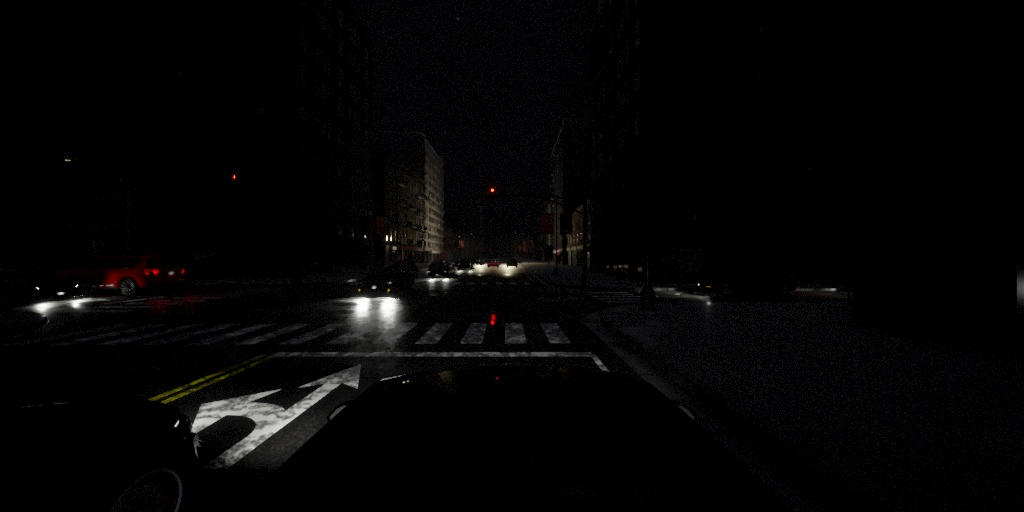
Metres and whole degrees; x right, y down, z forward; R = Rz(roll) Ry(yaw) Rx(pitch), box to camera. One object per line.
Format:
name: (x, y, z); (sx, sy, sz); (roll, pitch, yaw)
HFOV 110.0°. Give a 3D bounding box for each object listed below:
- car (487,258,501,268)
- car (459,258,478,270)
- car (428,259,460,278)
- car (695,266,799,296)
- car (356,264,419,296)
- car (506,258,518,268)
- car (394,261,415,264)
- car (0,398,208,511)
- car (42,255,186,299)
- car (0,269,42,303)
car: (-3.242, 1.345, 62.608); (1.895, 1.301, 4.718); (0, 0, 0)
car: (-6.587, 1.100, 51.438); (2.097, 1.767, 4.553); (0, 0, 0)
car: (-6.594, 1.298, 34.238); (2.033, 1.411, 5.357); (0, 0, 0)
car: (12.459, 1.295, 19.202); (4.892, 1.490, 1.837); (0, 0, 2)
car: (-6.599, 1.322, 19.135); (1.994, 1.385, 4.181); (0, 0, 0)
car: (0.008, 1.249, 62.161); (1.837, 1.490, 4.892); (0, 0, 0)
car: (-9.848, 1.228, 32.453); (1.882, 1.535, 5.008); (0, 0, 0)
car: (-3.245, 1.276, 0.749); (1.812, 1.442, 4.674); (0, 0, 0)
car: (-20.186, 0.976, 18.598); (5.566, 2.045, 2.150); (0, 0, 3)
car: (-22.895, 1.292, 16.100); (5.357, 1.411, 2.033); (0, 0, 0)
